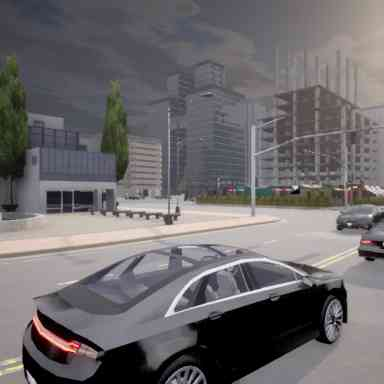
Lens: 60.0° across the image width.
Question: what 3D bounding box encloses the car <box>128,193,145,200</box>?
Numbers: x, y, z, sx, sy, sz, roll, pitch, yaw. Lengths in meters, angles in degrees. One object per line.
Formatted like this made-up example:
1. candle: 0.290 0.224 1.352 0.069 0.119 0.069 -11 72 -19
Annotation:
1. car: -14.440 1.156 90.002 1.905 1.878 3.866 0 0 43

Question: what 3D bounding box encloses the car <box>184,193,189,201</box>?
1. car: -0.190 1.156 76.511 1.905 1.878 3.866 0 0 43

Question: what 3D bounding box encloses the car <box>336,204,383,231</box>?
1. car: 10.103 1.511 19.682 1.837 1.490 4.892 0 0 42

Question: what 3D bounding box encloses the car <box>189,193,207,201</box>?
1. car: 1.901 1.395 74.508 1.970 1.475 3.806 0 0 43

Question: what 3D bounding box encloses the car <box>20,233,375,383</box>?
1. car: 0.382 1.492 4.602 4.902 1.511 2.128 0 0 -41

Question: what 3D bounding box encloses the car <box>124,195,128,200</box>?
1. car: -16.501 1.153 92.036 1.932 1.855 4.605 0 0 43

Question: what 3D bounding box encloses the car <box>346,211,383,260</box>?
1. car: 7.309 1.547 11.315 2.033 1.411 5.357 0 0 43
